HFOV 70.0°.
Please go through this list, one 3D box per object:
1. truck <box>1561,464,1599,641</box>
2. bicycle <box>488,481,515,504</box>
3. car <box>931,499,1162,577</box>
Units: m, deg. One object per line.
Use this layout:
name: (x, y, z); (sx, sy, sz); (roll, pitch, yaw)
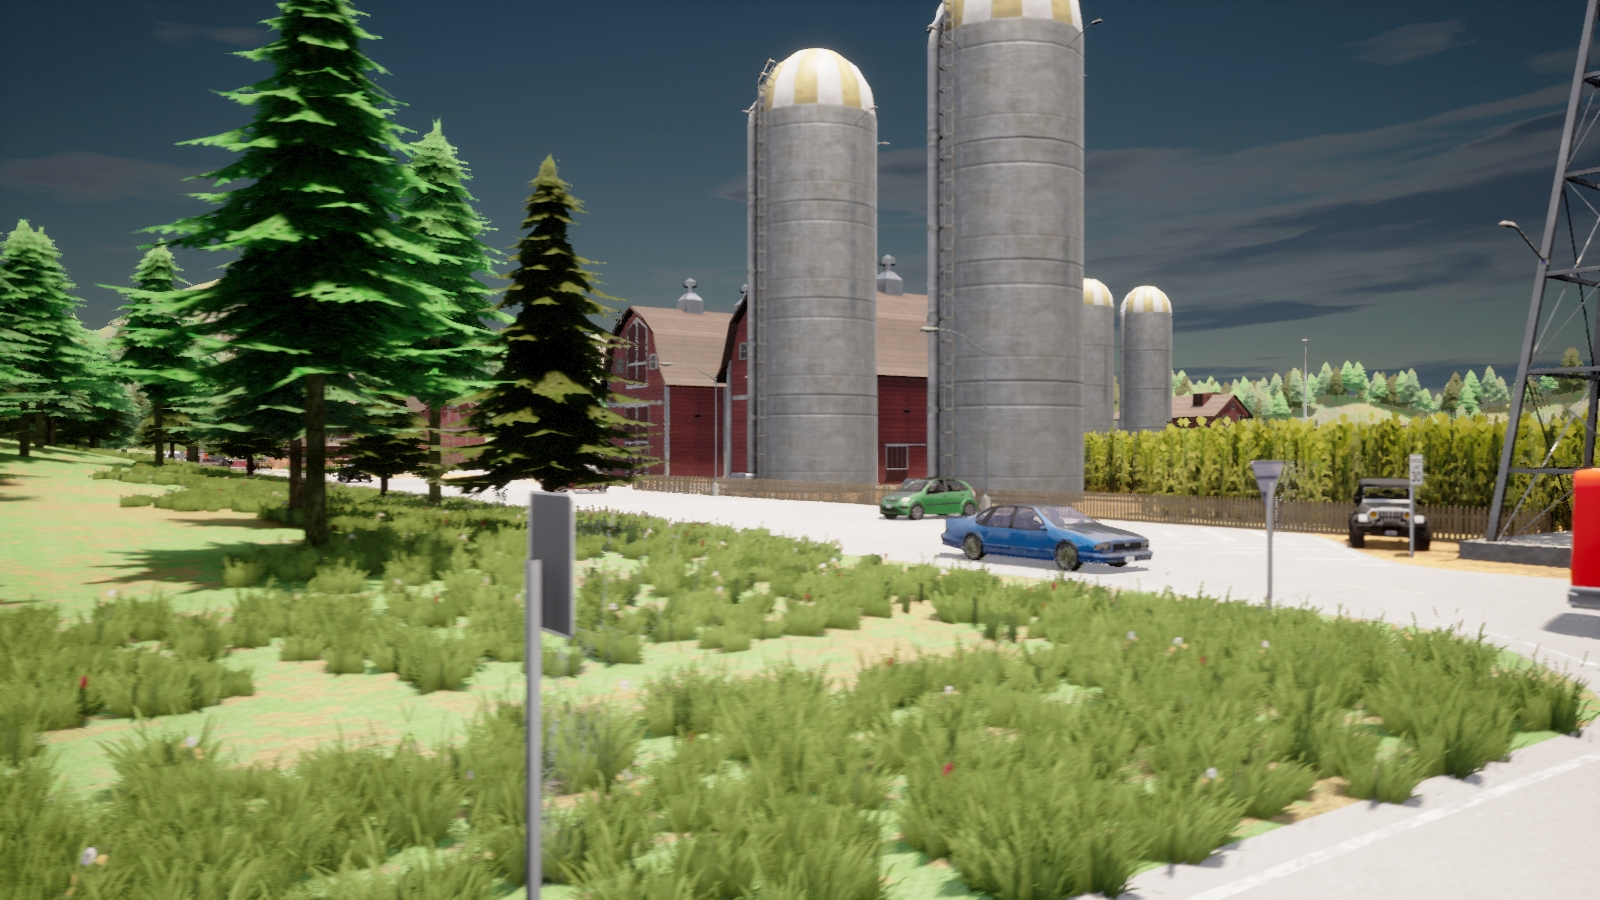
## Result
truck: (13.937, 1.522, 15.904); (5.204, 2.467, 2.627); (1, 1, 42)
bicycle: (-14.852, 2.116, 56.770); (0.859, 1.080, 1.487); (0, 0, -34)
car: (5.629, 1.966, 26.860); (2.033, 1.411, 5.357); (0, 0, -34)
